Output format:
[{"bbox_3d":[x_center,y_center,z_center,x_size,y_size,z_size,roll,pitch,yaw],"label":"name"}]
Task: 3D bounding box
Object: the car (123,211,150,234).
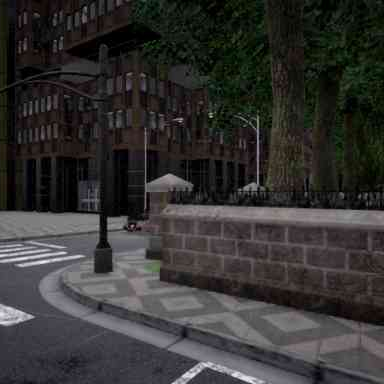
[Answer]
[{"bbox_3d":[-2.463,1.921,21.811,1.994,1.385,4.181,0,-1,36],"label":"car"}]
